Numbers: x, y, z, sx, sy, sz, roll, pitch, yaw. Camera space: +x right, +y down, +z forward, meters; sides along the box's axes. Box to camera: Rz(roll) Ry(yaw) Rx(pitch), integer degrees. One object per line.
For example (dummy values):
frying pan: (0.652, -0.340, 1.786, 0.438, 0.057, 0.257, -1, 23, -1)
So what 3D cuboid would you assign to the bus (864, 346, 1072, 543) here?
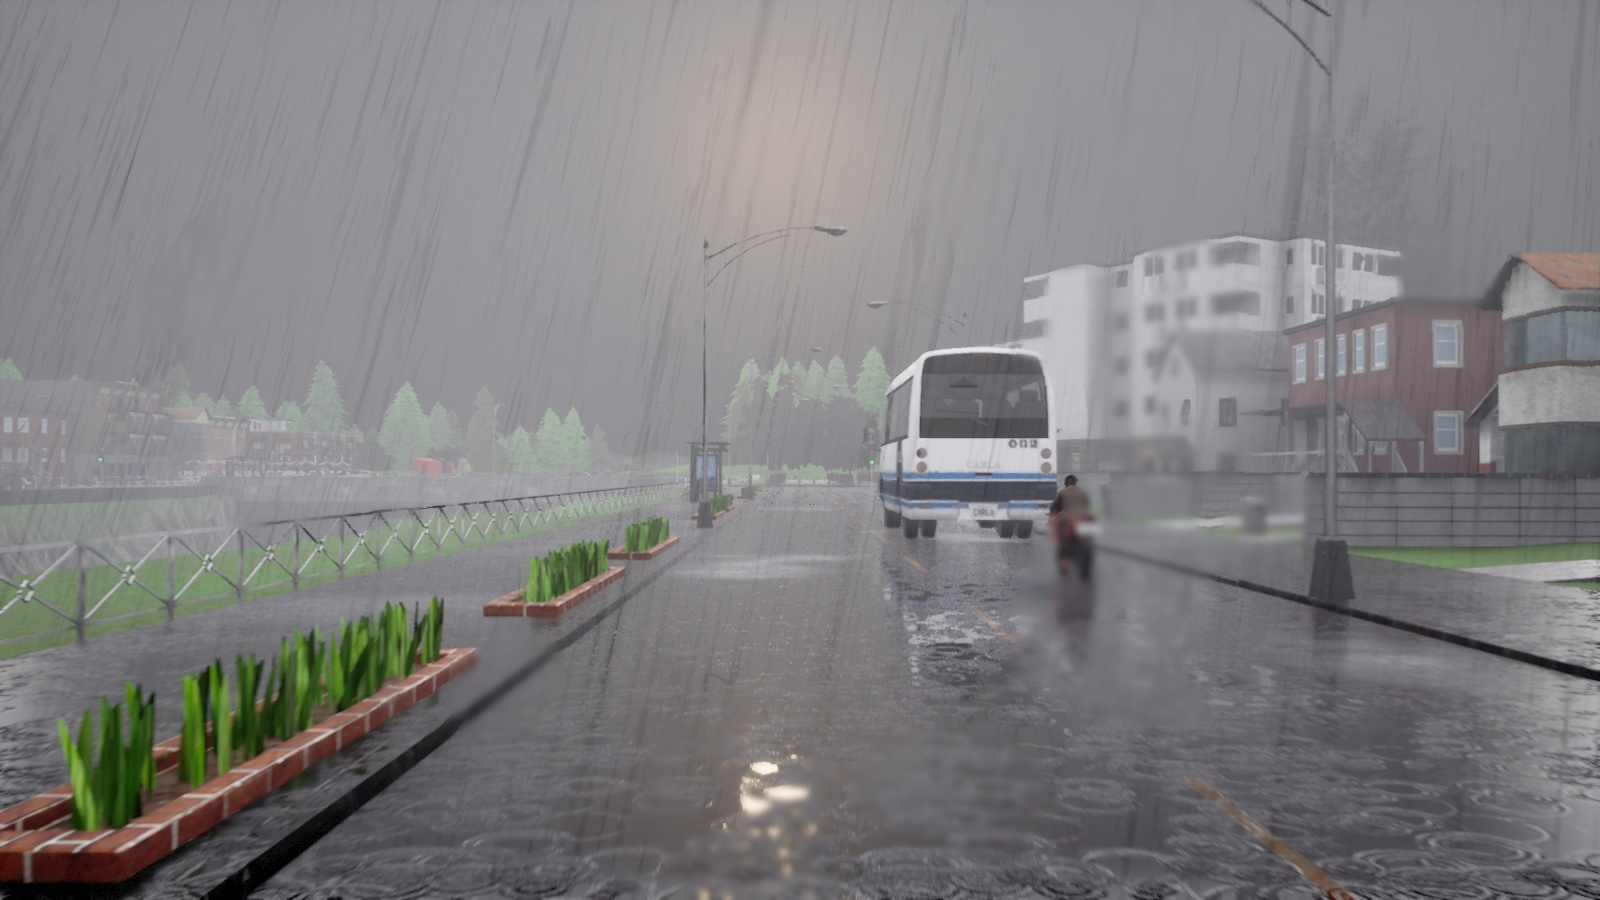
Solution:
bus: (3.919, -0.035, 32.406, 3.944, 4.253, 10.273, 0, -1, 0)

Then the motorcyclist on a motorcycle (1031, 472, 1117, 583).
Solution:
motorcyclist on a motorcycle: (3.957, 1.087, 18.308, 0.797, 1.523, 2.044, 0, -1, 0)
